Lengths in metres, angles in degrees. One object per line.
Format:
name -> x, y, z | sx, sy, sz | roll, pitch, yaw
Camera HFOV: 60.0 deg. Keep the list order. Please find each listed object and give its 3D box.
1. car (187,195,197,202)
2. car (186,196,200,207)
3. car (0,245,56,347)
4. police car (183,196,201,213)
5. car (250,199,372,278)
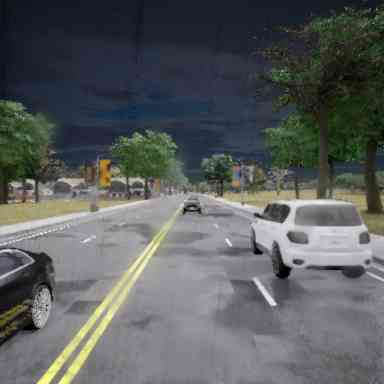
car -> 0.024, 1.501, 73.548 | 2.033, 1.411, 5.357 | 0, 0, 0
car -> 0.119, 1.470, 52.322 | 2.128, 1.511, 4.902 | 0, 0, 0
car -> -3.348, 1.491, 4.050 | 2.128, 1.511, 4.902 | 0, 0, 0
police car -> 0.010, 1.496, 36.521 | 2.038, 1.542, 4.974 | 0, 0, 0
car -> 3.254, 1.220, 10.260 | 2.150, 2.045, 5.566 | 0, 0, 0
